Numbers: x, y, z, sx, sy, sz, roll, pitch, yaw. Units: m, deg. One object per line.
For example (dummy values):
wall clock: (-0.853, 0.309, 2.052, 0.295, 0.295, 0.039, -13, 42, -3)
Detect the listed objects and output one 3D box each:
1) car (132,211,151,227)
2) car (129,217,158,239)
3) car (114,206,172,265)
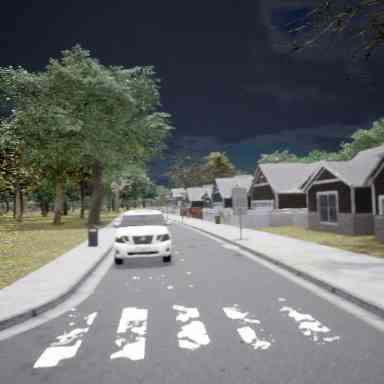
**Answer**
car: (-5.993, 3.124, 39.224, 2.128, 1.511, 4.902, -1, -2, -10)
car: (-3.590, 2.638, 25.065, 1.895, 1.301, 4.718, -1, -2, -7)
car: (-2.134, 1.837, 14.785, 2.150, 2.045, 5.566, -1, -2, -7)
